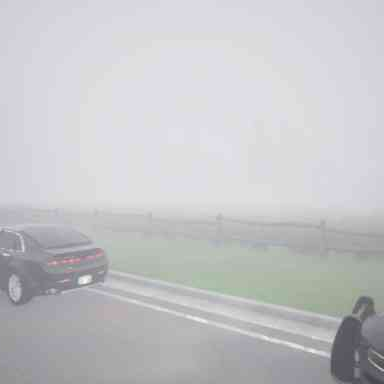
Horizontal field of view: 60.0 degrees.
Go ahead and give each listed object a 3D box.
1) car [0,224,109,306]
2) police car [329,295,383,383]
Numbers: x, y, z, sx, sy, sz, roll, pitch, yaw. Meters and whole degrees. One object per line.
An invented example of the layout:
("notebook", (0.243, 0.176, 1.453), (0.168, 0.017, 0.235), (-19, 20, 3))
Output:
("car", (-4.132, 1.549, 8.221), (4.892, 1.490, 1.837), (0, 0, 36))
("police car", (3.836, 1.448, 2.363), (5.238, 1.638, 1.930), (0, 0, 36))
